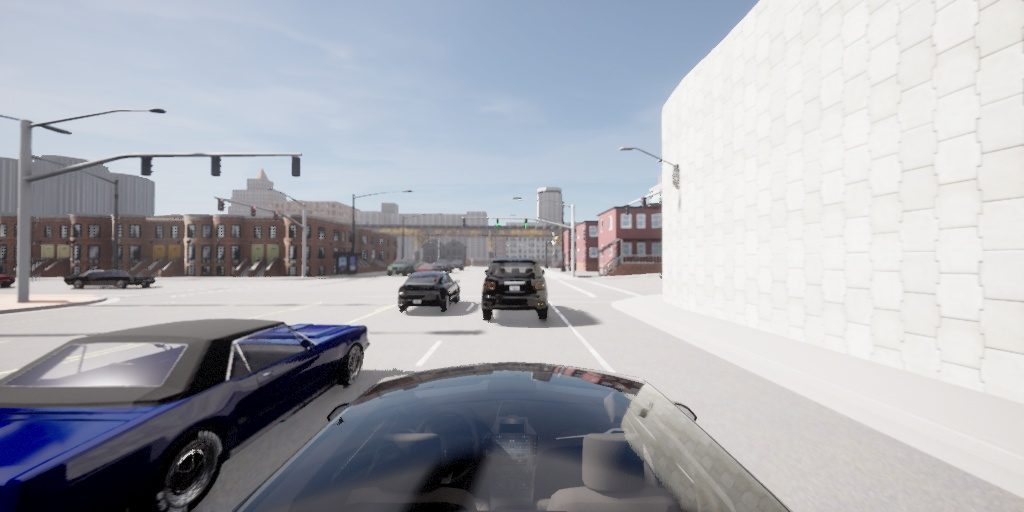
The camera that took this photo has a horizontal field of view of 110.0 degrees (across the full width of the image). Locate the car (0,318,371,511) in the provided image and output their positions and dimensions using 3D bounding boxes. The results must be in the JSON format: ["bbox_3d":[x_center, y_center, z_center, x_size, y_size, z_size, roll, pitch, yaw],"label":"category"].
[{"bbox_3d":[-3.396,1.381,4.159,1.895,1.301,4.718,0,-1,0],"label":"car"}]

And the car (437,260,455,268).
[{"bbox_3d":[-10.594,1.618,54.673,2.150,2.045,5.566,0,0,0],"label":"car"}]

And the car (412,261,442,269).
[{"bbox_3d":[-10.604,1.760,45.063,1.882,1.535,5.008,0,-1,0],"label":"car"}]

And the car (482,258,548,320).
[{"bbox_3d":[0.101,1.114,13.486,2.150,2.045,5.566,0,-1,0],"label":"car"}]

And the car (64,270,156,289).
[{"bbox_3d":[-28.174,1.640,25.272,4.718,1.301,1.895,0,-1,0],"label":"car"}]

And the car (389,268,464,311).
[{"bbox_3d":[-3.409,1.423,15.329,1.837,1.490,4.892,0,0,0],"label":"car"}]

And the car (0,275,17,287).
[{"bbox_3d":[-38.291,1.639,25.238,4.718,1.301,1.895,0,-1,0],"label":"car"}]

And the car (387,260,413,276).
[{"bbox_3d":[-14.098,1.513,45.747,2.150,2.045,5.566,0,-1,0],"label":"car"}]

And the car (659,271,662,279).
[{"bbox_3d":[14.173,1.252,29.119,4.181,1.385,1.994,-5,-1,0],"label":"car"}]

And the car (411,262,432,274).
[{"bbox_3d":[-14.090,1.767,55.853,2.097,1.767,4.553,0,-1,0],"label":"car"}]
